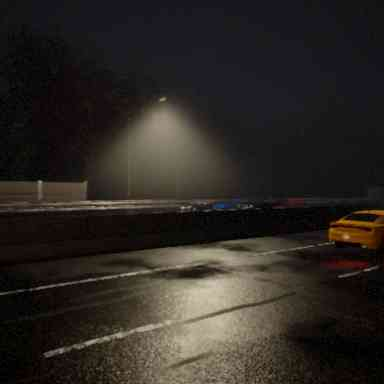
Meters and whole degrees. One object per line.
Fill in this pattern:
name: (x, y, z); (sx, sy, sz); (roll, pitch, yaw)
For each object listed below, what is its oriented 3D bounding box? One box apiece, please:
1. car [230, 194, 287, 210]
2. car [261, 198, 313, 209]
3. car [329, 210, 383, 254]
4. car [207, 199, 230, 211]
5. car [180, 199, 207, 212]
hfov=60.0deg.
car: (6.505, 1.247, 30.116); (5.566, 2.045, 2.150); (0, 0, -35)
car: (8.233, 1.502, 27.051); (5.008, 1.535, 1.882); (0, 0, -35)
car: (7.688, 1.494, 13.656); (5.008, 1.535, 1.882); (0, 0, -36)
car: (4.247, 1.502, 32.804); (5.008, 1.535, 1.882); (0, 0, -35)
car: (1.050, 1.514, 34.818); (4.902, 1.511, 2.128); (0, 0, -35)
